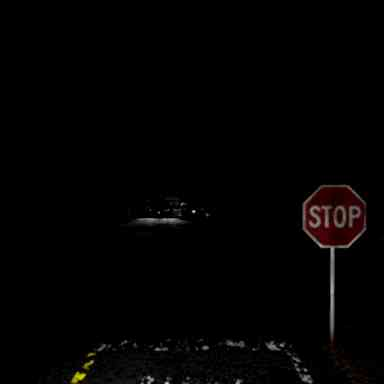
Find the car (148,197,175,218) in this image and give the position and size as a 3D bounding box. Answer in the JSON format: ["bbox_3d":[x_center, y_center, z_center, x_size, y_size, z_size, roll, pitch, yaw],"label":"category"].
[{"bbox_3d":[-2.782,1.472,30.067,1.837,1.490,4.892,0,0,-1],"label":"car"}]

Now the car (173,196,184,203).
[{"bbox_3d":[-2.651,1.466,65.447,1.895,1.301,4.718,0,0,0],"label":"car"}]

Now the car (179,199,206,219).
[{"bbox_3d":[0.144,1.534,28.497,1.994,1.385,4.181,0,0,0],"label":"car"}]

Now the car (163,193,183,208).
[{"bbox_3d":[-2.778,1.150,45.904,2.150,2.045,5.566,0,0,0],"label":"car"}]
